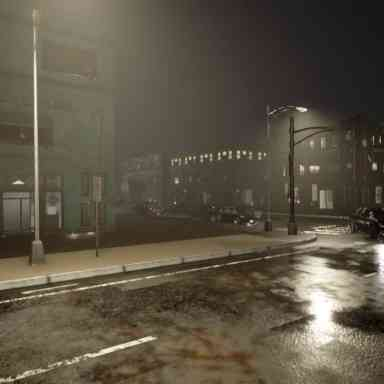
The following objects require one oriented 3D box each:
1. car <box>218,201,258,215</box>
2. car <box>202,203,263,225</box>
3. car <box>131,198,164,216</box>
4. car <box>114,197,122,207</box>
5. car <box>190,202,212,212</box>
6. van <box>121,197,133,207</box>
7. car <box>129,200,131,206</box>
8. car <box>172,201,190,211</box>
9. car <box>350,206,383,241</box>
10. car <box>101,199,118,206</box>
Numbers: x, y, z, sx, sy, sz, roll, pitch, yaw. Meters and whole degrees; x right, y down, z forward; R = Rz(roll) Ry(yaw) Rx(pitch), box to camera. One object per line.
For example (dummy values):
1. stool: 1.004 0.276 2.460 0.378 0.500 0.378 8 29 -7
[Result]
1. car: 5.220 1.809 38.050 2.008 1.369 4.403 -2 0 -35
2. car: 3.133 1.814 26.322 1.947 1.339 4.313 -2 0 -35
3. car: -4.819 1.845 37.697 1.967 1.590 4.097 -1 0 -35
4. car: -14.046 1.939 65.105 2.192 1.841 5.009 -1 0 -35
5. car: 2.010 1.903 42.559 1.802 1.307 4.206 -2 0 -35
6. van: -10.835 1.906 60.596 1.690 1.788 3.998 -1 0 -35
7. car: -5.921 1.989 43.741 2.033 1.411 5.357 -1 0 -35
8. car: -1.199 1.965 47.068 1.802 1.307 4.206 -2 0 -35
9. car: 9.489 1.517 16.760 1.837 1.490 4.892 2 -1 9
10. car: -17.250 2.226 69.614 1.887 1.381 4.507 -1 0 -35
